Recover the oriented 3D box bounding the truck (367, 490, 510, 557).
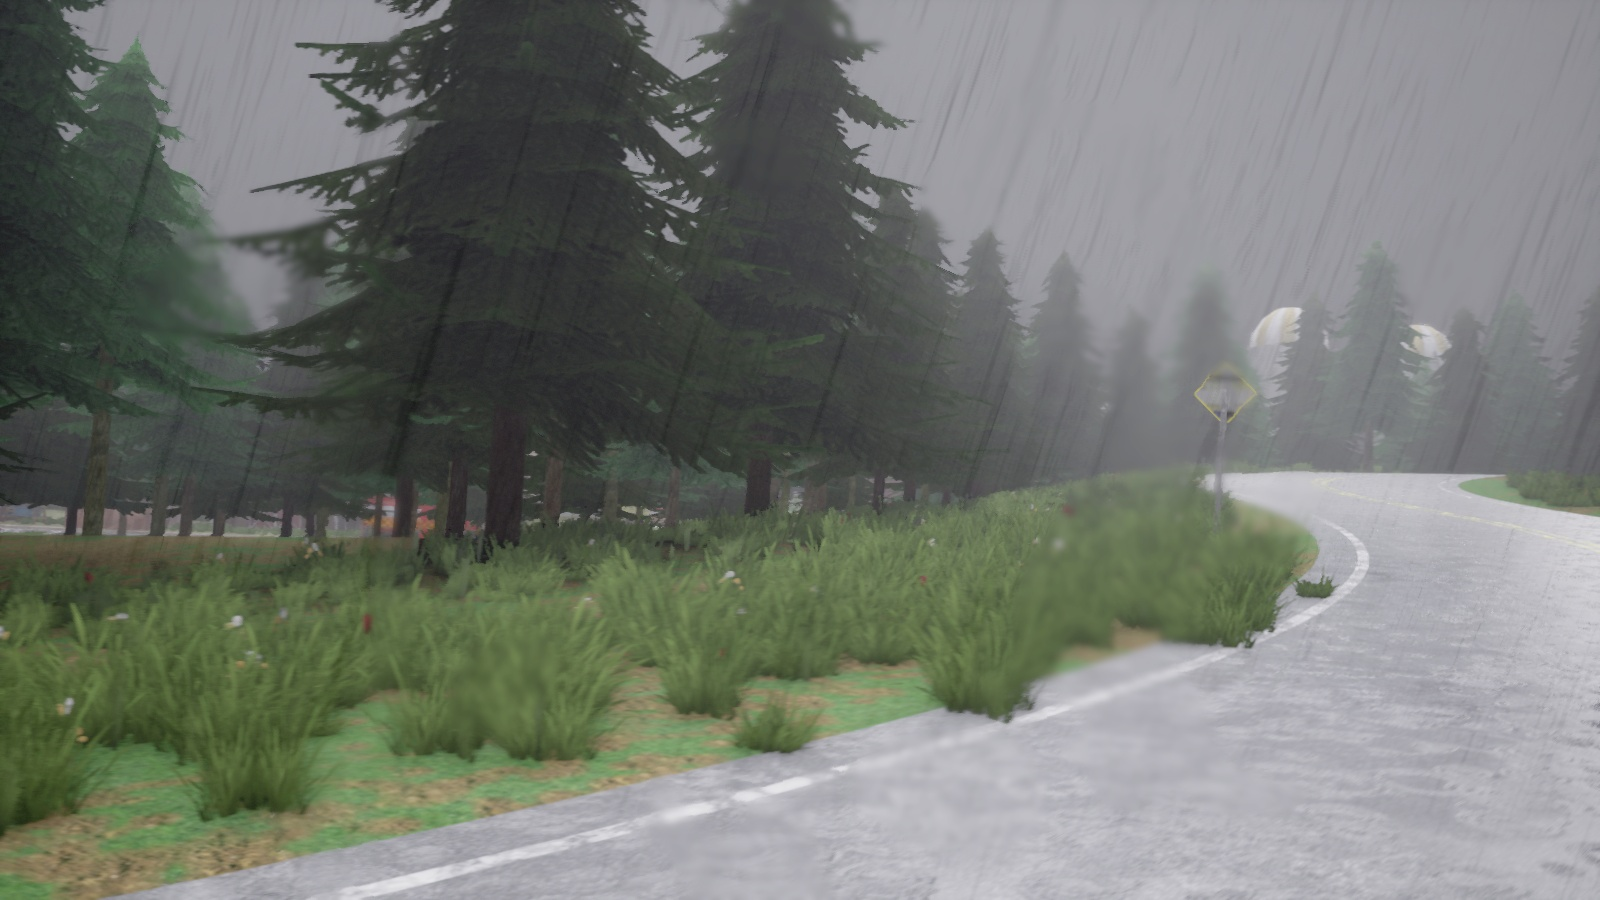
[{"bbox_3d":[-23.253,4.728,80.780,8.468,3.827,2.891,4,-3,-20],"label":"truck"}]
